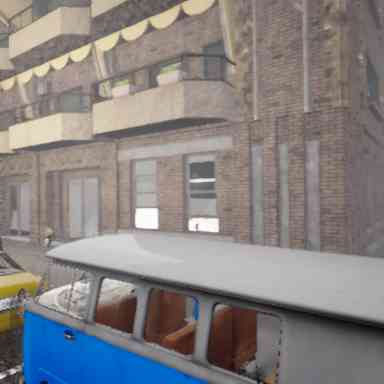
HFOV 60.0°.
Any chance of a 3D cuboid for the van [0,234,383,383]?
[{"bbox_3d":[0.199,1.342,2.752,3.998,1.788,1.690,0,-1,35],"label":"van"}]
